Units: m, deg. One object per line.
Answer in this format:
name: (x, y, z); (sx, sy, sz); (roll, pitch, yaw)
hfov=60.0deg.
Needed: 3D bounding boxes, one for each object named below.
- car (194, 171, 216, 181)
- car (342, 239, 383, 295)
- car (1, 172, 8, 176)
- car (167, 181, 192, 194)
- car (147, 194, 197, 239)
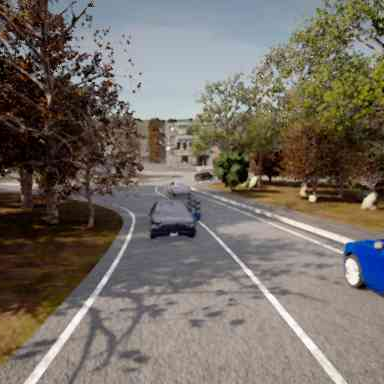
car: (2.216, -2.725, 55.267); (1.837, 1.490, 4.892); (2, 6, 32)
car: (4.401, 1.318, 5.532); (1.882, 1.535, 5.008); (0, 2, -3)
car: (-37.107, -3.607, 62.935); (2.033, 1.411, 5.357); (1, 7, 7)
car: (-1.377, -0.466, 34.587); (1.812, 1.442, 4.674); (-1, 6, -13)
car: (-0.996, 1.070, 14.931); (2.033, 1.411, 5.357); (-1, 3, -7)
